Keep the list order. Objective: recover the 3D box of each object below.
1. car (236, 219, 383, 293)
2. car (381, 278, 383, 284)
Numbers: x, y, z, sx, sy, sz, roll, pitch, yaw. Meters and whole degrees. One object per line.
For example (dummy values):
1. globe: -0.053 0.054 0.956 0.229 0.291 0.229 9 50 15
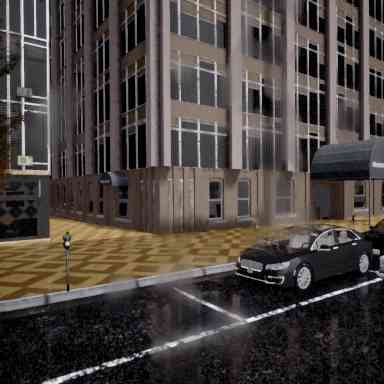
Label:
1. car: 3.086 1.549 8.779 4.403 1.369 2.008 0 -1 -36
2. car: 6.308 1.598 7.762 4.718 1.301 1.895 0 0 -36
